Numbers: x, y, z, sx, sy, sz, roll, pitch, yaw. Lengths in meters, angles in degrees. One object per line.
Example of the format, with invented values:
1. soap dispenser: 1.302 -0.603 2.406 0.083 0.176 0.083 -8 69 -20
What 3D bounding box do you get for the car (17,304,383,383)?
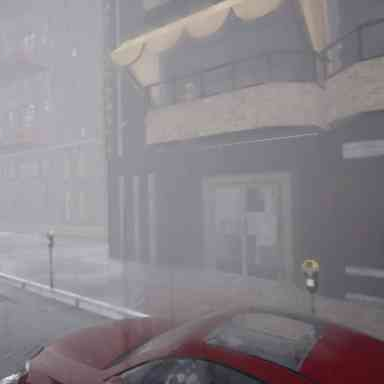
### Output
1. car: 0.357 1.582 2.490 4.206 1.307 1.802 0 -1 36
